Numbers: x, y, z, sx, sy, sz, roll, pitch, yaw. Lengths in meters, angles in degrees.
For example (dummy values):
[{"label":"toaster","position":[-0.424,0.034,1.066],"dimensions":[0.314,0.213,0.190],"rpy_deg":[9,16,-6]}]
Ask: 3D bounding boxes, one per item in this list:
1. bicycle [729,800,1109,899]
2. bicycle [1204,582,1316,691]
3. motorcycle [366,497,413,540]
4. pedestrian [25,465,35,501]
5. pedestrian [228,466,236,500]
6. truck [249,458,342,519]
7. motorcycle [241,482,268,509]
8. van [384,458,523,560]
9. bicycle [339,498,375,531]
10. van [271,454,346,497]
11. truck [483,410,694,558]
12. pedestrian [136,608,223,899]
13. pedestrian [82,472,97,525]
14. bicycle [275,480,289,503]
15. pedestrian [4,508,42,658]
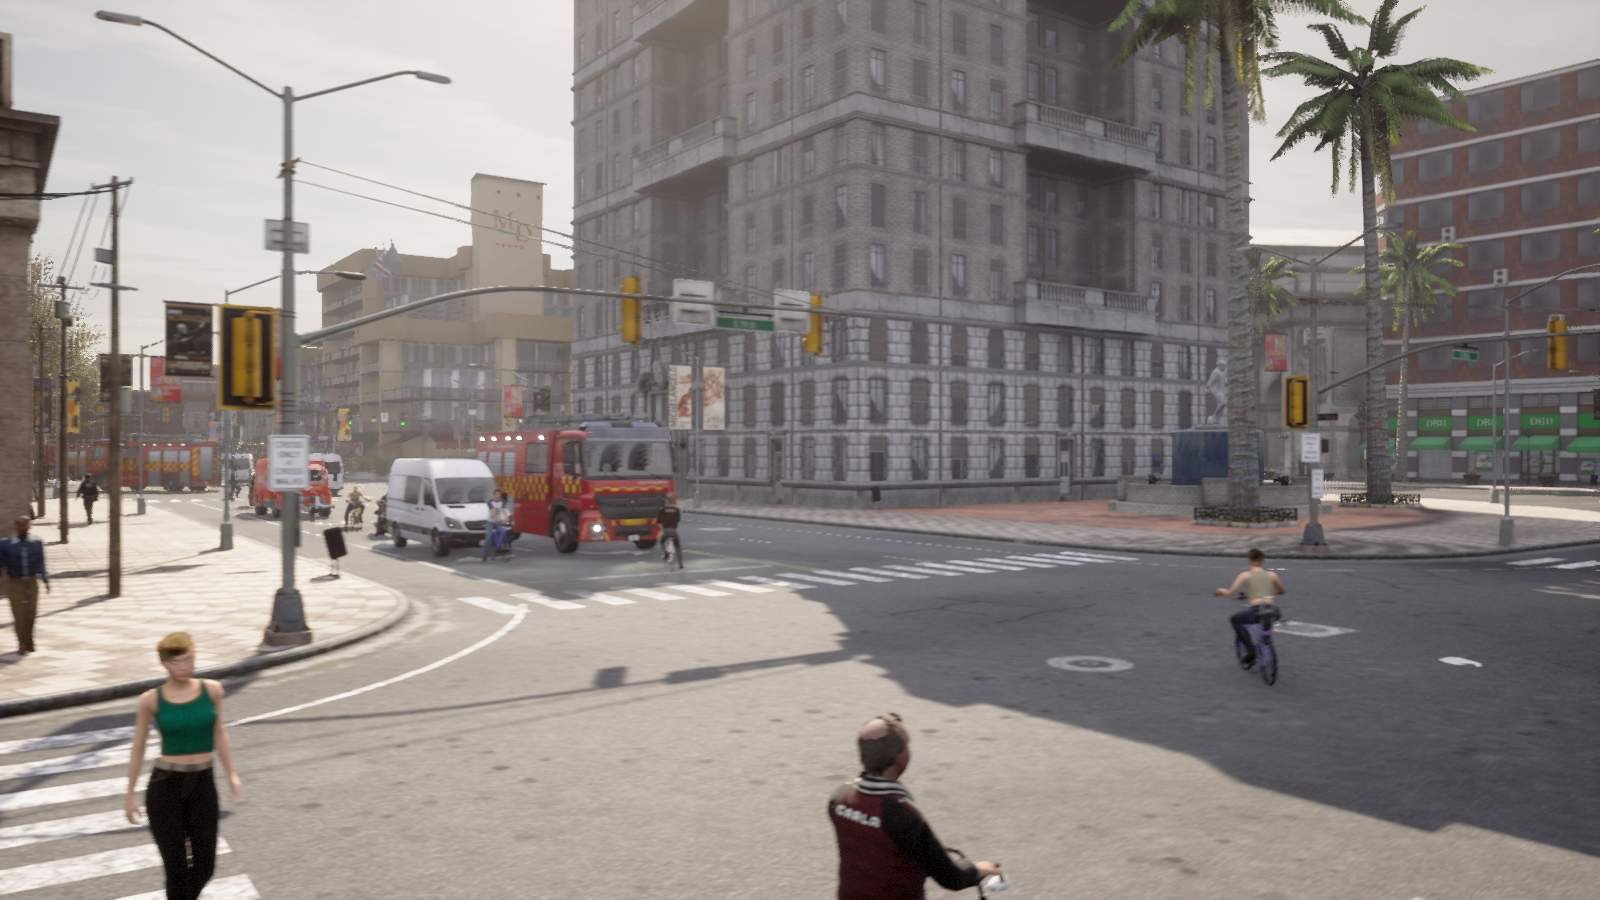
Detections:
[{"label":"bicycle","position":[0.557,2.210,4.597],"dimensions":[1.835,1.171,0.329],"rpy_deg":[0,0,-40]},{"label":"bicycle","position":[5.601,2.256,14.007],"dimensions":[0.859,1.080,1.487],"rpy_deg":[-2,0,5]},{"label":"motorcycle","position":[-13.324,2.205,37.040],"dimensions":[0.867,1.251,2.209],"rpy_deg":[0,0,-35]},{"label":"pedestrian","position":[-39.456,1.696,58.546],"dimensions":[0.375,1.860,0.375],"rpy_deg":[0,0,-33]},{"label":"pedestrian","position":[-31.776,1.847,63.955],"dimensions":[0.375,1.860,0.375],"rpy_deg":[0,0,-30]},{"label":"truck","position":[-21.523,1.577,48.631],"dimensions":[2.627,2.467,5.204],"rpy_deg":[0,-1,-35]},{"label":"motorcycle","position":[-26.497,2.181,55.507],"dimensions":[0.856,1.236,1.805],"rpy_deg":[0,0,-36]},{"label":"van","position":[-9.871,1.534,32.152],"dimensions":[1.988,2.561,5.915],"rpy_deg":[0,0,-35]},{"label":"bicycle","position":[-15.661,2.256,40.344],"dimensions":[0.859,1.080,1.487],"rpy_deg":[0,0,-35]},{"label":"van","position":[-30.439,1.533,70.636],"dimensions":[5.915,2.561,1.988],"rpy_deg":[0,0,43]},{"label":"truck","position":[-6.510,0.890,33.884],"dimensions":[2.891,3.827,8.468],"rpy_deg":[0,0,-35]},{"label":"pedestrian","position":[-3.463,1.849,6.378],"dimensions":[0.375,1.860,0.375],"rpy_deg":[0,0,-37]},{"label":"pedestrian","position":[-24.915,1.696,40.056],"dimensions":[0.375,1.860,0.375],"rpy_deg":[0,0,-42]},{"label":"bicycle","position":[-27.600,2.209,60.856],"dimensions":[0.329,1.171,1.835],"rpy_deg":[0,0,-13]},{"label":"pedestrian","position":[-9.996,1.696,14.703],"dimensions":[0.375,1.860,0.375],"rpy_deg":[0,0,-38]}]
